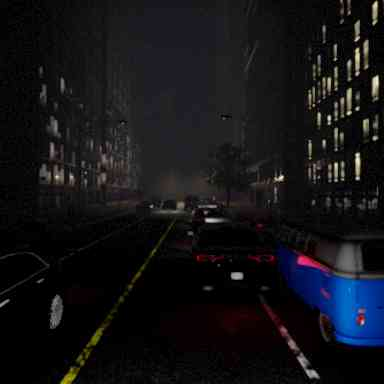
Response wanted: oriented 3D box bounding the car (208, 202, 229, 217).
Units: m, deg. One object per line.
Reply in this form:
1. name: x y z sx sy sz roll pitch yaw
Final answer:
1. car: 2.699 1.797 34.557 1.802 1.307 4.206 0 0 0

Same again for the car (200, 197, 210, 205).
1. car: 2.709 1.830 68.711 1.967 1.590 4.097 0 0 0

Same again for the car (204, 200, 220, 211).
1. car: 2.703 1.831 45.941 2.008 1.369 4.403 0 0 0

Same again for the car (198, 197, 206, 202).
1. car: 2.716 2.034 91.481 1.887 1.381 4.507 0 0 0

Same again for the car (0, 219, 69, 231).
1. car: -5.688 1.656 11.792 1.802 1.307 4.206 0 0 0

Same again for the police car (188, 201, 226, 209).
1. police car: 0.905 1.545 19.225 1.930 1.638 5.238 0 0 0

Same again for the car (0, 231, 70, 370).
1. car: -3.100 1.530 3.995 1.837 1.490 4.892 0 0 0

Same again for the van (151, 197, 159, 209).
1. van: -5.676 1.651 51.641 1.690 1.788 3.998 0 0 0

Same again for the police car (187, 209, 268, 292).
1. police car: 0.902 1.484 9.225 1.930 1.638 5.238 0 0 0

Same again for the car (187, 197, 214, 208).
1. car: 0.906 1.508 25.086 2.097 1.767 4.553 0 0 0

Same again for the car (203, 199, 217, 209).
1. car: 2.704 1.861 51.634 2.008 1.369 4.403 0 0 0

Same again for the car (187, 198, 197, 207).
1. car: 0.016 1.854 59.876 1.837 1.490 4.892 0 0 0

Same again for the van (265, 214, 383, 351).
1. van: 2.692 1.380 6.097 1.690 1.788 3.998 0 0 0

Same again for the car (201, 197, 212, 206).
1. car: 2.708 1.804 63.019 1.967 1.590 4.097 0 0 0

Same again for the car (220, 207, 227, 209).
1. car: 2.695 1.691 17.479 1.802 1.307 4.206 0 0 0

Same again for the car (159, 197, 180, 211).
1. car: -3.084 1.757 45.870 1.882 1.535 5.008 0 0 0

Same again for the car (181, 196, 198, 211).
1. car: 0.015 1.498 45.322 2.150 2.045 5.566 0 0 0

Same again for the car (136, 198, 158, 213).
1. car: -5.680 1.799 40.255 2.008 1.369 4.403 0 0 0
